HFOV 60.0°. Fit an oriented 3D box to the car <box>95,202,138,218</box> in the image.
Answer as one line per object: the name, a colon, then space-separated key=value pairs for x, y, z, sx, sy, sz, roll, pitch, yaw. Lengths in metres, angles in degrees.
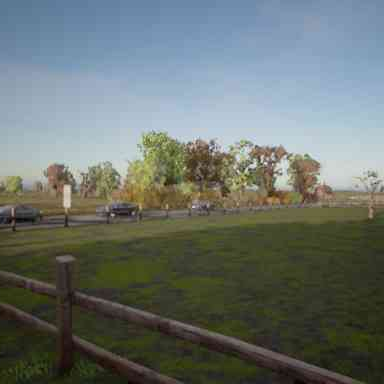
car: x=-7.817 y=1.799 z=34.684 sx=1.837 sy=1.490 sz=4.892 roll=1 pitch=0 yaw=36

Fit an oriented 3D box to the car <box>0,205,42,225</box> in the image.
car: x=-13.979 y=1.706 z=26.015 sx=1.994 sy=1.385 sz=4.181 roll=1 pitch=0 yaw=35

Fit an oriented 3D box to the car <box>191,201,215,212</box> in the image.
car: x=1.473 y=2.016 z=47.705 sx=2.128 sy=1.511 sz=4.902 roll=1 pitch=0 yaw=36
